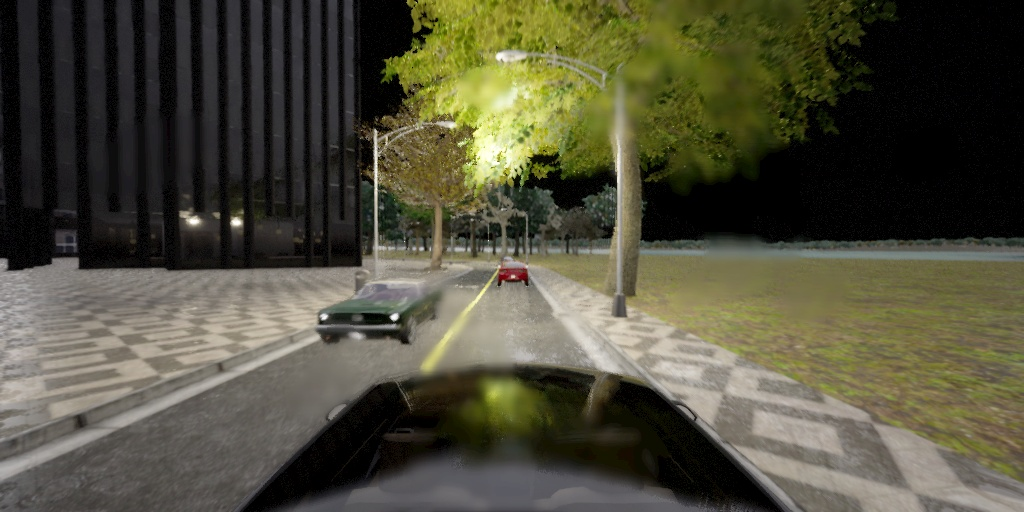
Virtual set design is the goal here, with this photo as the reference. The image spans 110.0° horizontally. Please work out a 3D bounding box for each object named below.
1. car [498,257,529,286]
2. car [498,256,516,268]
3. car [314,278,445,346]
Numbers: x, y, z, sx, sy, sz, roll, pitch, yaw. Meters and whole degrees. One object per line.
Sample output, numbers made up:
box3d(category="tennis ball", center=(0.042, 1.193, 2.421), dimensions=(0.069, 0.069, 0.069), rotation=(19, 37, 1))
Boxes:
box3d(category="car", center=(0.070, 1.052, 23.700), dimensions=(1.882, 1.535, 5.008), rotation=(0, 1, 0))
box3d(category="car", center=(-0.742, 0.814, 47.780), dimensions=(1.812, 1.442, 4.674), rotation=(0, 1, -9))
box3d(category="car", center=(-3.094, 1.300, 9.416), dimensions=(1.895, 1.301, 4.718), rotation=(0, 0, 0))
